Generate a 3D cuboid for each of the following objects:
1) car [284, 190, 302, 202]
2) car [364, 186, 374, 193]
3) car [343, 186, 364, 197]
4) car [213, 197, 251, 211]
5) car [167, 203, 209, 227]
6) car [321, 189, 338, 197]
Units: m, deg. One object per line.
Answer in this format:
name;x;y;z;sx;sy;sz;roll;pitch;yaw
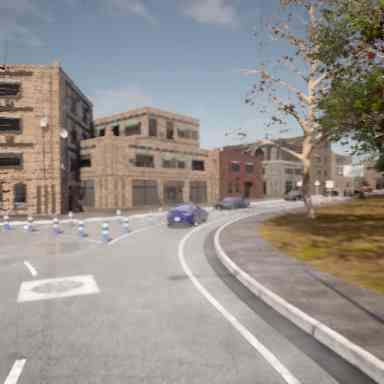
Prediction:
car;15.553;0.470;49.888;1.882;1.535;5.008;-1;6;41
car;35.829;-0.464;68.484;1.812;1.442;4.674;-1;1;41
car;29.052;0.013;60.576;2.128;1.511;4.902;-1;1;41
car;4.511;1.215;36.968;2.033;1.411;5.357;-1;1;40
car;-0.231;1.479;22.659;1.812;1.442;4.674;-1;0;17
car;25.451;0.171;61.383;1.994;1.385;4.181;-1;1;41
